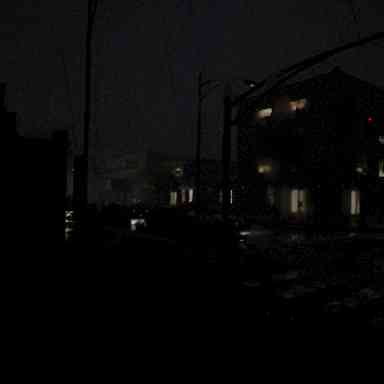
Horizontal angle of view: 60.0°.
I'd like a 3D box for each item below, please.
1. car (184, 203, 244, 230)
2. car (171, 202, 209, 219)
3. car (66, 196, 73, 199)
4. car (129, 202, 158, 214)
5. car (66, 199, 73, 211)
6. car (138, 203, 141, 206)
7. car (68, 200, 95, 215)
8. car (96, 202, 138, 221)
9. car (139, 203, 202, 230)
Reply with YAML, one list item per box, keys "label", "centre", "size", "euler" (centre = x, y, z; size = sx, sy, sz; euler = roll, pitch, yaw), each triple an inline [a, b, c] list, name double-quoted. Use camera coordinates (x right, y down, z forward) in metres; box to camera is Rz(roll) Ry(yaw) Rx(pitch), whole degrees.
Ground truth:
- label: "car"
  centre: [1.462, 1.721, 22.576]
  size: [1.812, 1.442, 4.674]
  euler: [2, -1, -35]
- label: "car"
  centre: [-0.284, 1.882, 35.386]
  size: [1.967, 1.590, 4.097]
  euler: [1, -1, -35]
- label: "car"
  centre: [-18.083, 1.705, 50.697]
  size: [2.150, 2.045, 5.566]
  euler: [2, -2, -35]
- label: "car"
  centre: [-6.493, 2.087, 44.245]
  size: [2.008, 1.369, 4.403]
  euler: [1, -1, -35]
- label: "car"
  centre: [-16.194, 1.914, 43.106]
  size: [2.008, 1.369, 4.403]
  euler: [1, -1, -35]
- label: "car"
  centre: [-6.070, 1.909, 33.341]
  size: [1.895, 1.301, 4.718]
  euler: [2, -1, -35]
- label: "car"
  centre: [-11.893, 1.862, 36.908]
  size: [1.947, 1.339, 4.313]
  euler: [1, -1, -35]
- label: "car"
  centre: [-6.733, 1.799, 29.532]
  size: [1.802, 1.307, 4.206]
  euler: [1, -1, -35]
- label: "car"
  centre: [-1.572, 1.684, 22.158]
  size: [1.887, 1.381, 4.507]
  euler: [1, -1, -35]
